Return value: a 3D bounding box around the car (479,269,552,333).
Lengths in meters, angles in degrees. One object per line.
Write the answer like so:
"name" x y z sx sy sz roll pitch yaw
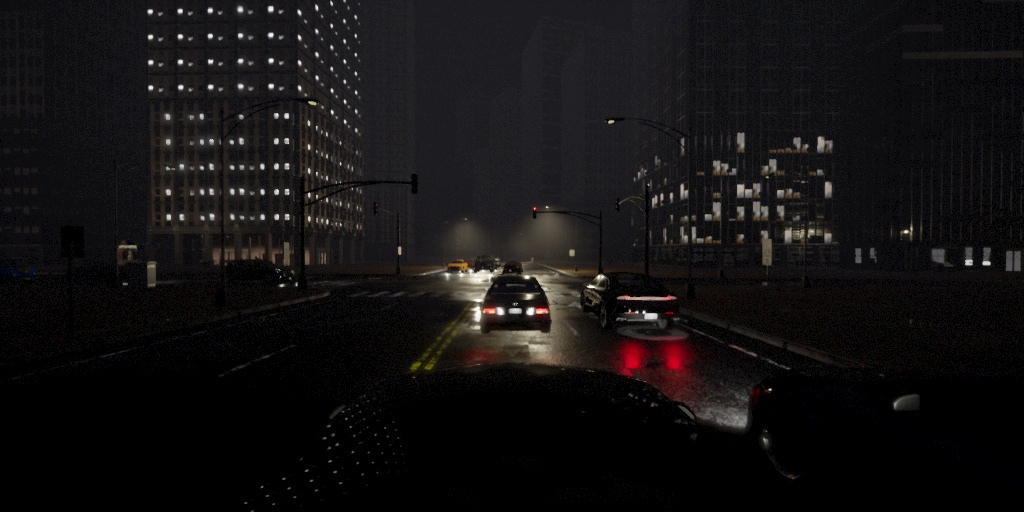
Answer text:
"car" 0.113 1.292 10.646 2.033 1.411 5.357 0 0 1

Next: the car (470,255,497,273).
"car" -3.280 0.929 42.857 2.150 2.045 5.566 0 0 0

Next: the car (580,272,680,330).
"car" 3.361 1.236 11.057 2.128 1.511 4.902 0 0 0

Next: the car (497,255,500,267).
"car" -3.262 1.037 52.811 2.097 1.767 4.553 0 0 0

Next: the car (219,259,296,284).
"car" -18.173 1.018 25.801 4.553 1.767 2.097 0 0 1

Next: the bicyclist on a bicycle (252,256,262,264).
"bicyclist on a bicycle" -24.650 0.860 34.689 0.582 1.620 1.656 0 1 2

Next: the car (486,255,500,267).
"car" -3.236 0.883 63.039 2.150 2.045 5.566 0 0 0

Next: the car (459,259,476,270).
"car" -6.511 1.212 52.594 1.812 1.442 4.674 0 0 0

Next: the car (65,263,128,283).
"car" -29.578 1.176 26.088 4.181 1.385 1.994 0 0 2

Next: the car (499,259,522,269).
"car" 0.031 1.241 38.256 1.812 1.442 4.674 0 0 5

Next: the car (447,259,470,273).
"car" -6.529 1.184 43.183 1.882 1.535 5.008 0 0 0

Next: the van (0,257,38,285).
"van" -33.899 0.955 23.615 3.998 1.789 1.690 0 0 2

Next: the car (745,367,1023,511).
"car" 3.354 1.314 1.900 1.994 1.385 4.181 0 0 0
